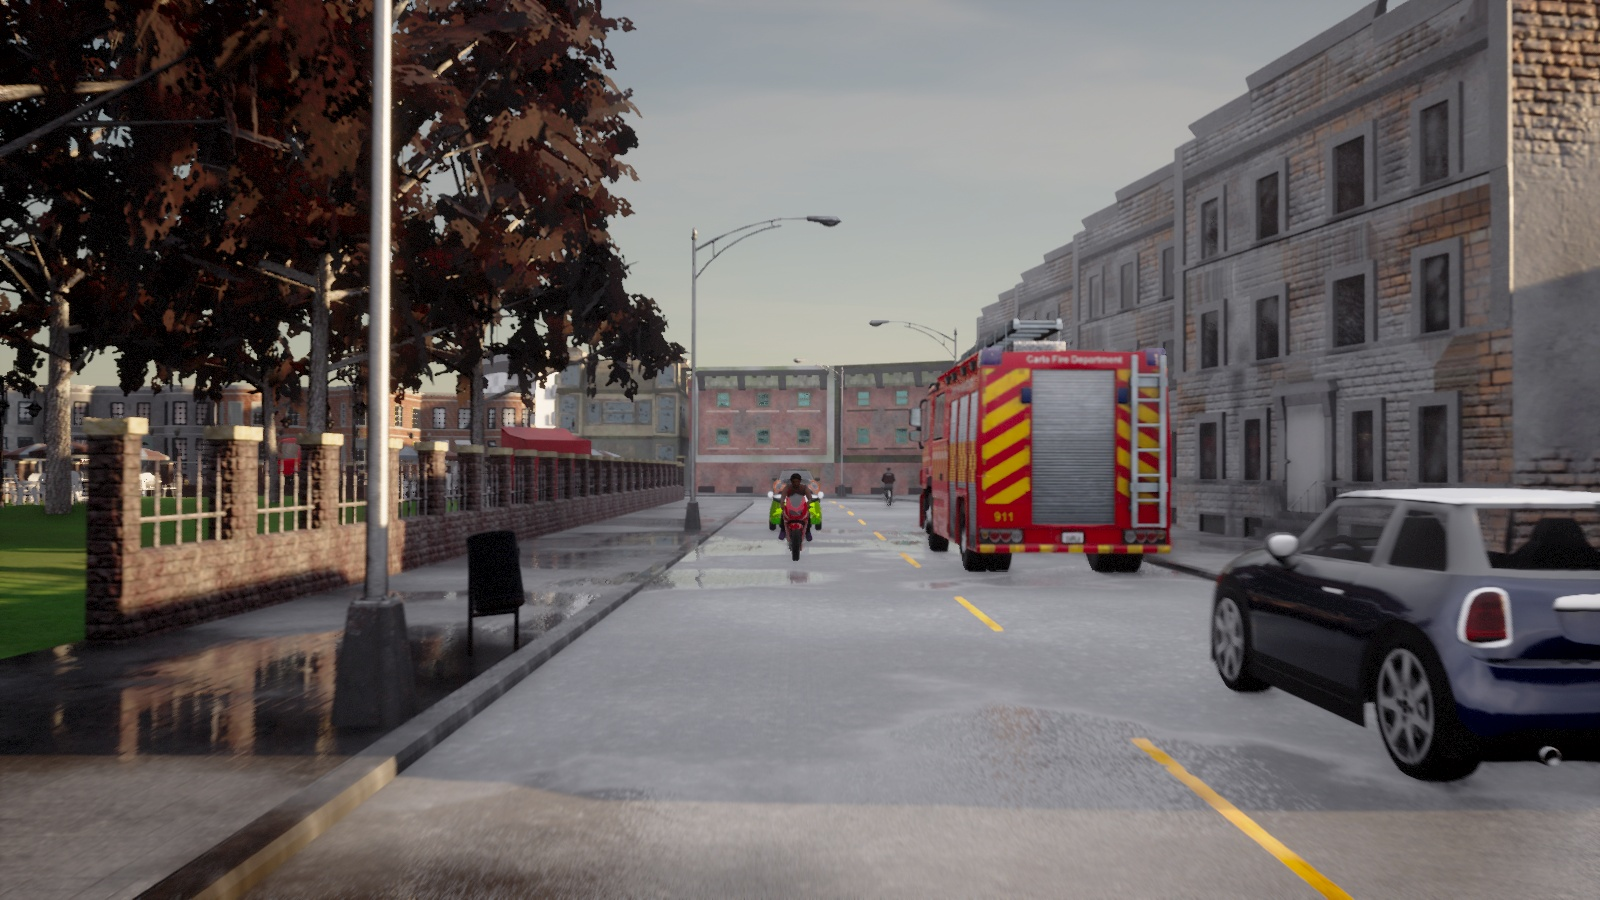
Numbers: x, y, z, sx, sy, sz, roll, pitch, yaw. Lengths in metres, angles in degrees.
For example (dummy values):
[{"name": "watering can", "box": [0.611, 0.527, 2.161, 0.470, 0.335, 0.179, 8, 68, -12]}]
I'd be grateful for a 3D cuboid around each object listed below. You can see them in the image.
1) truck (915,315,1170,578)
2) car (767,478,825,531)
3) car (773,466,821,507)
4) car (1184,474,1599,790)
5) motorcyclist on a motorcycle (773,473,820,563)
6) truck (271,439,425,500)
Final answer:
[{"name": "truck", "box": [3.932, 0.012, 22.565, 2.891, 3.827, 8.468, 0, -1, 0]}, {"name": "car", "box": [-0.104, 1.432, 33.569, 1.481, 1.376, 2.207, 0, -1, 0]}, {"name": "car", "box": [-0.177, 1.635, 57.427, 2.097, 1.767, 4.553, 0, -1, -2]}, {"name": "car", "box": [3.980, 0.896, 7.848, 1.970, 1.475, 3.806, 0, -1, 0]}, {"name": "motorcyclist on a motorcycle", "box": [-0.063, 1.171, 22.315, 0.797, 1.523, 2.044, 0, -1, 0]}, {"name": "truck", "box": [-26.306, 1.164, 73.269, 7.936, 3.462, 2.891, 0, -1, 0]}]
